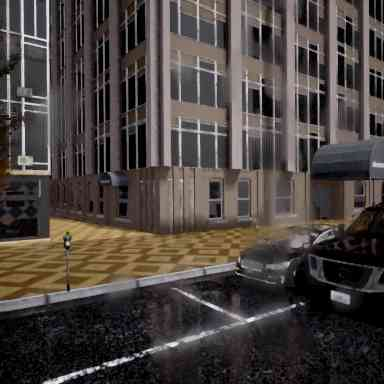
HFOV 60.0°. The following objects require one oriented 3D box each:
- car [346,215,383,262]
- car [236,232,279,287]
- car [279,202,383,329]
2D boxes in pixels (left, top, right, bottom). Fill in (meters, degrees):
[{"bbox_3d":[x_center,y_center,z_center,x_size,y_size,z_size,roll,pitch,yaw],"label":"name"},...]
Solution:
[{"bbox_3d":[7.716,1.563,12.088,4.313,1.339,1.947,0,-1,-36],"label":"car"},{"bbox_3d":[3.091,1.549,8.784,4.403,1.369,2.008,0,-1,-36],"label":"car"},{"bbox_3d":[4.462,1.220,6.572,5.566,2.045,2.150,0,0,-36],"label":"car"}]
